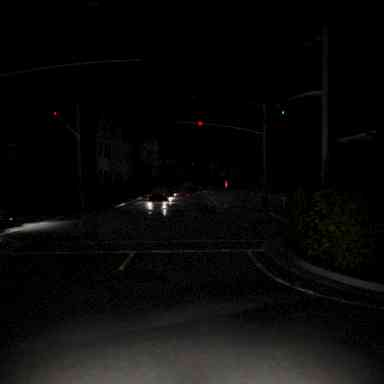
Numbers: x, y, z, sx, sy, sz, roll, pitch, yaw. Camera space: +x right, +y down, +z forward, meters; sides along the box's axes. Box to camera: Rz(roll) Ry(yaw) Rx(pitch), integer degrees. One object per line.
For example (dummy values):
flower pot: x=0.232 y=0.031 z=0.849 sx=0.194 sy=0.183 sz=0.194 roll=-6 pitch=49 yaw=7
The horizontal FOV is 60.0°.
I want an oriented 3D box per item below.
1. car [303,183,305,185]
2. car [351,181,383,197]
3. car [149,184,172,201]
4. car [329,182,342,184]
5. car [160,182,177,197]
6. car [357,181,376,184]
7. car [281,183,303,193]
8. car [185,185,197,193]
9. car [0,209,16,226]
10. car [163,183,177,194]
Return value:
car: x=18.890 y=-0.874 z=59.132 sx=1.970 sy=1.475 sz=3.806 roll=-1 pitch=2 yaw=0
car: x=22.258 y=-0.462 z=42.094 sx=1.932 sy=1.855 sz=4.605 roll=-1 pitch=2 yaw=0
car: x=-3.718 y=0.162 z=37.765 sx=1.882 sy=1.535 sz=5.008 roll=-1 pitch=2 yaw=0
car: x=25.304 y=-1.035 z=59.484 sx=2.152 sy=1.636 sz=5.027 roll=-1 pitch=2 yaw=0
car: x=-3.741 y=-0.435 z=47.682 sx=2.150 sy=2.045 sz=5.566 roll=-1 pitch=2 yaw=0
car: x=19.013 y=-0.177 z=34.214 sx=1.905 sy=1.878 sz=3.866 roll=-1 pitch=2 yaw=0
car: x=15.266 y=-0.526 z=52.071 sx=2.007 sy=1.523 sz=4.514 roll=-1 pitch=2 yaw=0
car: x=-0.173 y=-0.546 z=58.693 sx=1.812 sy=1.442 sz=4.674 roll=-1 pitch=2 yaw=0
car: x=-11.872 y=1.185 z=17.526 sx=4.674 sy=1.442 sz=1.812 roll=-1 pitch=2 yaw=-2
car: x=-3.728 y=-0.643 z=57.572 sx=2.097 sy=1.767 sz=4.553 roll=-1 pitch=2 yaw=0
